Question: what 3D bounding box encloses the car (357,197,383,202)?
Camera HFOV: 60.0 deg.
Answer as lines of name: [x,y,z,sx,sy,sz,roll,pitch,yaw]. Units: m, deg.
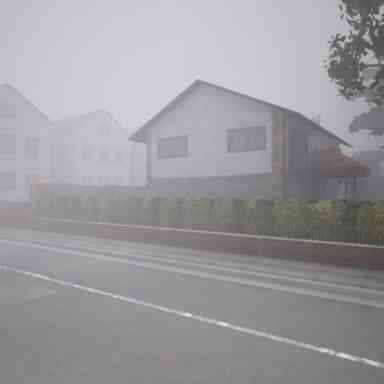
car: [14.618,1.168,25.879,3.806,1.475,1.970,0,0,35]
